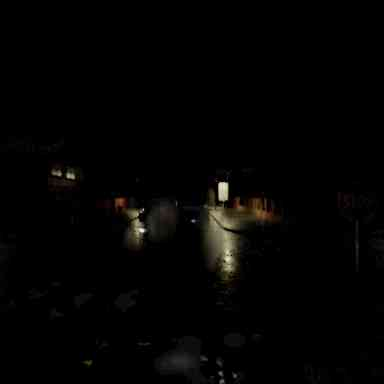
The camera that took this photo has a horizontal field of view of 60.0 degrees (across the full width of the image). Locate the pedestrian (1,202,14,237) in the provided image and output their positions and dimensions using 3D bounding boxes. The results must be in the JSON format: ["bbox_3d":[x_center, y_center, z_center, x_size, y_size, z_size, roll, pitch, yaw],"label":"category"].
[{"bbox_3d":[-9.682,1.386,17.349,0.375,1.860,0.375,0,-1,1],"label":"pedestrian"}]

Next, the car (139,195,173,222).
[{"bbox_3d":[-2.867,1.372,26.193,2.097,1.767,4.553,0,0,0],"label":"car"}]

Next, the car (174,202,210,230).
[{"bbox_3d":[0.083,1.487,21.221,1.882,1.535,5.008,0,0,0],"label":"car"}]

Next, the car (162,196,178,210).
[{"bbox_3d":[-3.043,1.481,46.177,2.097,1.767,4.553,0,0,-2],"label":"car"}]

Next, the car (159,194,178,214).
[{"bbox_3d":[-2.887,1.282,36.002,2.150,2.045,5.566,0,0,0],"label":"car"}]
